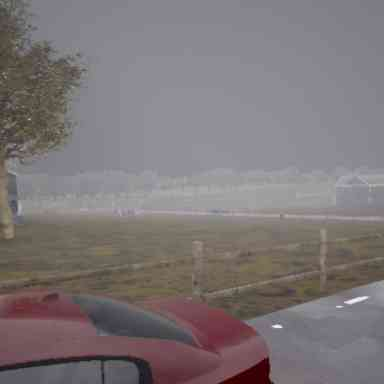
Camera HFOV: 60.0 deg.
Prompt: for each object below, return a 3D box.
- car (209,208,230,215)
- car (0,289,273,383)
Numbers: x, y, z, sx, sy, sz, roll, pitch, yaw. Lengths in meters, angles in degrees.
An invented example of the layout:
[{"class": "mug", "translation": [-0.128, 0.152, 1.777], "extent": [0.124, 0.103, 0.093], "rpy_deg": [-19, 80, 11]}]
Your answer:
[{"class": "car", "translation": [5.610, 3.945, 67.216], "extent": [1.895, 1.301, 4.718], "rpy_deg": [-2, -1, -36]}, {"class": "car", "translation": [-1.684, 1.473, 1.868], "extent": [5.008, 1.535, 1.882], "rpy_deg": [1, -1, -35]}]
